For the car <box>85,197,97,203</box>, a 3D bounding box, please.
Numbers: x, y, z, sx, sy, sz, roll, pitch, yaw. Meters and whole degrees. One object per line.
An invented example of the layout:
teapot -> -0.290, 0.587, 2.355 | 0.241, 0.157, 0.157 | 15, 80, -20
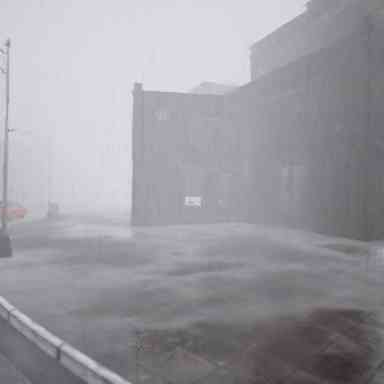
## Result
car -> -22.438, 1.848, 73.902 | 1.882, 1.535, 5.008 | 1, -1, -2

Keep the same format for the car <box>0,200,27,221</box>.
car -> -16.443, 1.580, 29.625 | 2.097, 1.767, 4.553 | 1, -1, -8
